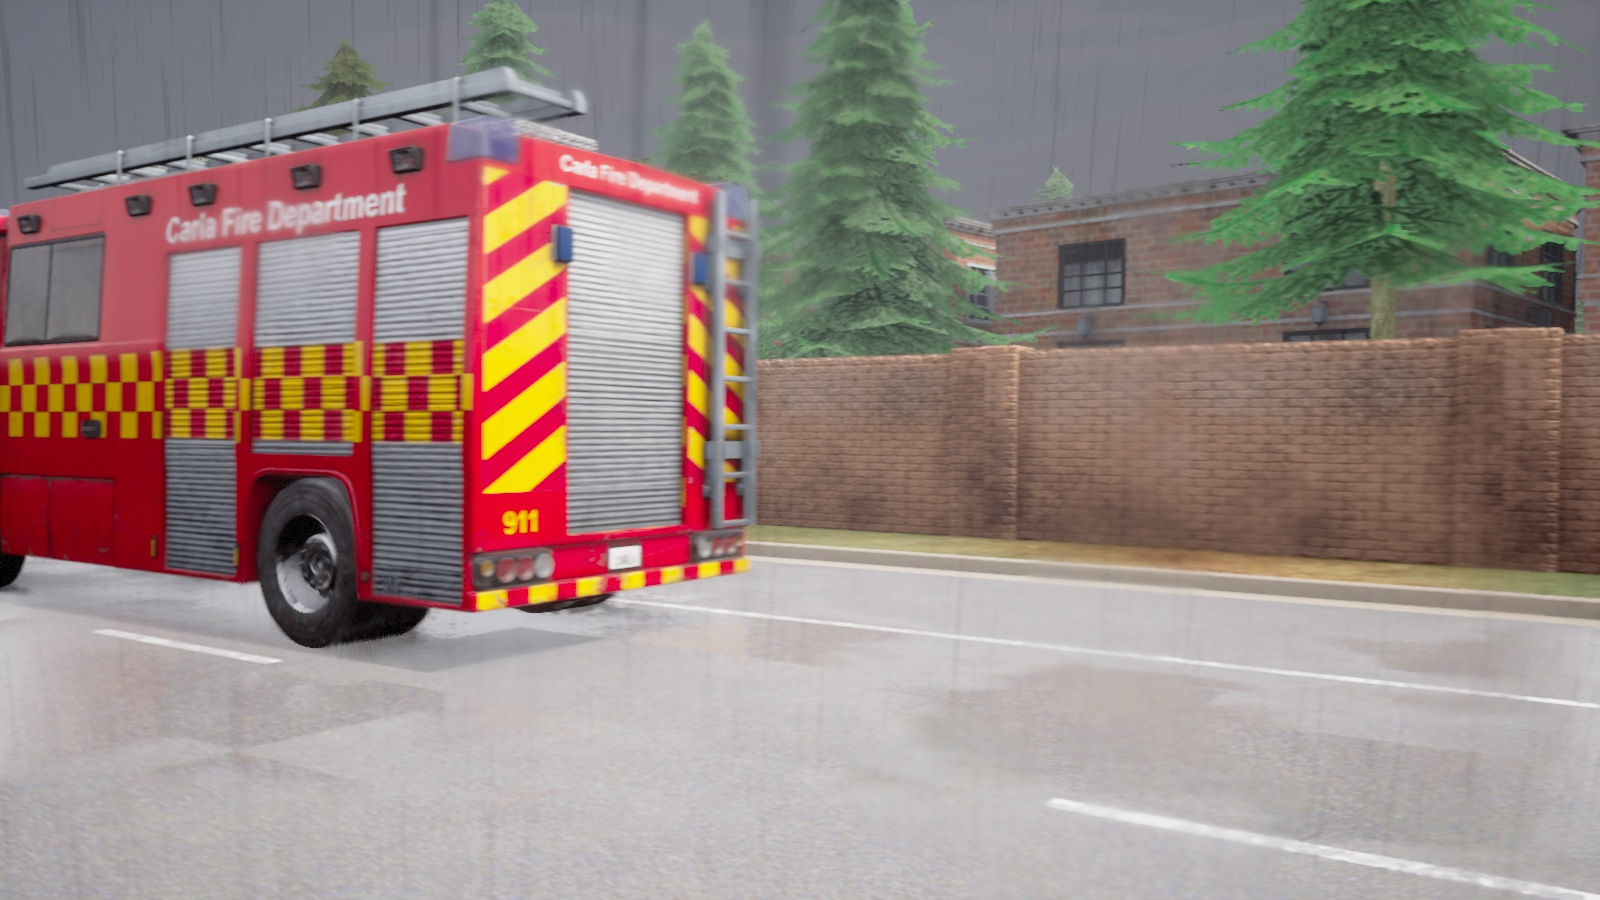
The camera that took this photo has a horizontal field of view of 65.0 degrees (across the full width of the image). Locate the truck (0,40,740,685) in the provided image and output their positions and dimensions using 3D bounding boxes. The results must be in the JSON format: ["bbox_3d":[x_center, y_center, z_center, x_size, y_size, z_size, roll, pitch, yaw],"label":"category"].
[{"bbox_3d":[-4.816,-0.540,11.003,8.468,3.827,2.891,0,1,34],"label":"truck"}]
